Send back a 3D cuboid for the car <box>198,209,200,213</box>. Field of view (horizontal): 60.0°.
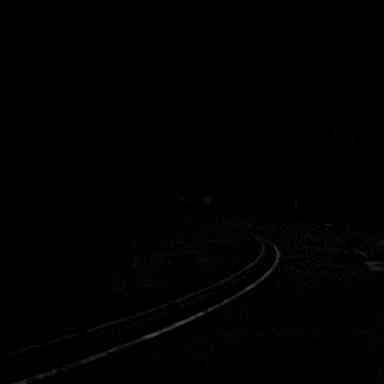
[{"bbox_3d":[0.028,4.279,71.736,2.163,1.488,4.792,0,-4,5],"label":"car"}]

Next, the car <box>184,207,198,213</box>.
[{"bbox_3d":[-0.443,3.881,66.274,2.002,1.452,4.674,1,-4,5],"label":"car"}]

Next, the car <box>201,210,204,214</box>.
[{"bbox_3d":[1.498,5.521,88.166,2.002,1.452,4.674,0,-4,5],"label":"car"}]

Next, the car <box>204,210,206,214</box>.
[{"bbox_3d":[1.997,5.774,93.762,2.185,1.767,4.553,0,-4,5],"label":"car"}]
